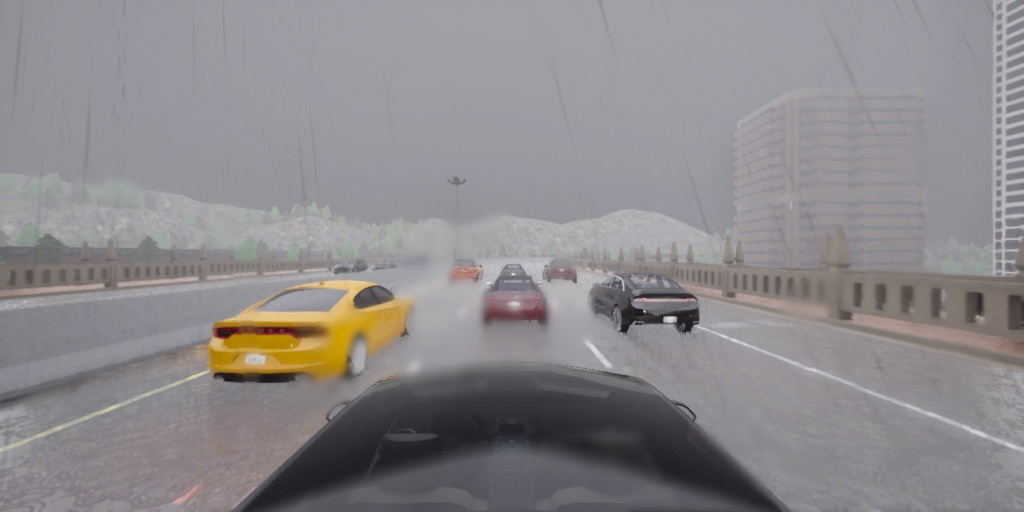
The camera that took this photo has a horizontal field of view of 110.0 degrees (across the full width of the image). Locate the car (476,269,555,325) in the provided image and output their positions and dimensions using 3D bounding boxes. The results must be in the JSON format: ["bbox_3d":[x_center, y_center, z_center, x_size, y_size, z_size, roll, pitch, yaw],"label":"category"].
[{"bbox_3d":[0.102,1.308,11.807,1.994,1.385,4.181,0,0,0],"label":"car"}]

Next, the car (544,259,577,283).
[{"bbox_3d":[3.604,1.086,27.525,2.097,1.767,4.553,0,0,0],"label":"car"}]

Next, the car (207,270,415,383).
[{"bbox_3d":[-3.398,1.224,7.236,1.882,1.535,5.008,0,0,0],"label":"car"}]

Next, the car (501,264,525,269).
[{"bbox_3d":[0.106,1.297,28.475,1.994,1.385,4.181,0,0,0],"label":"car"}]

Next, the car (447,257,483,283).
[{"bbox_3d":[-3.397,1.086,27.630,2.097,1.767,4.553,0,0,0],"label":"car"}]

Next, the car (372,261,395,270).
[{"bbox_3d":[-14.083,1.291,40.247,1.994,1.385,4.181,0,0,0],"label":"car"}]

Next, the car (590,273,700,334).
[{"bbox_3d":[3.603,1.236,10.583,2.128,1.511,4.902,0,0,0],"label":"car"}]

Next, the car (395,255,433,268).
[{"bbox_3d":[-10.588,0.949,39.230,2.150,2.045,5.566,0,0,0],"label":"car"}]

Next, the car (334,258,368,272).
[{"bbox_3d":[-17.580,1.080,39.369,2.097,1.767,4.553,0,0,0],"label":"car"}]
